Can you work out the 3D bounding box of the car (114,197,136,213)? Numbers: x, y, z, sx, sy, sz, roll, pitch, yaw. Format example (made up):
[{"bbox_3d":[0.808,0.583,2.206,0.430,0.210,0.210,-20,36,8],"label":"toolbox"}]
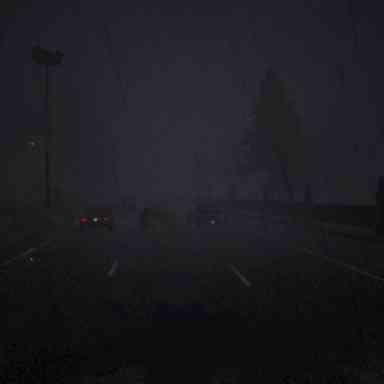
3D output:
[{"bbox_3d":[-7.887,1.399,38.745,2.097,1.767,4.553,0,0,-22],"label":"car"}]

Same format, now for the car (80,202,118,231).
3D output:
[{"bbox_3d":[-5.851,1.577,20.751,2.033,1.411,5.357,0,0,-12],"label":"car"}]

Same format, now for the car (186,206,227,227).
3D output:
[{"bbox_3d":[0.831,1.614,22.753,1.895,1.301,4.718,0,0,-12],"label":"car"}]

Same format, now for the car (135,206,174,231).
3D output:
[{"bbox_3d":[-2.381,1.622,21.123,1.895,1.301,4.718,0,0,-12],"label":"car"}]
